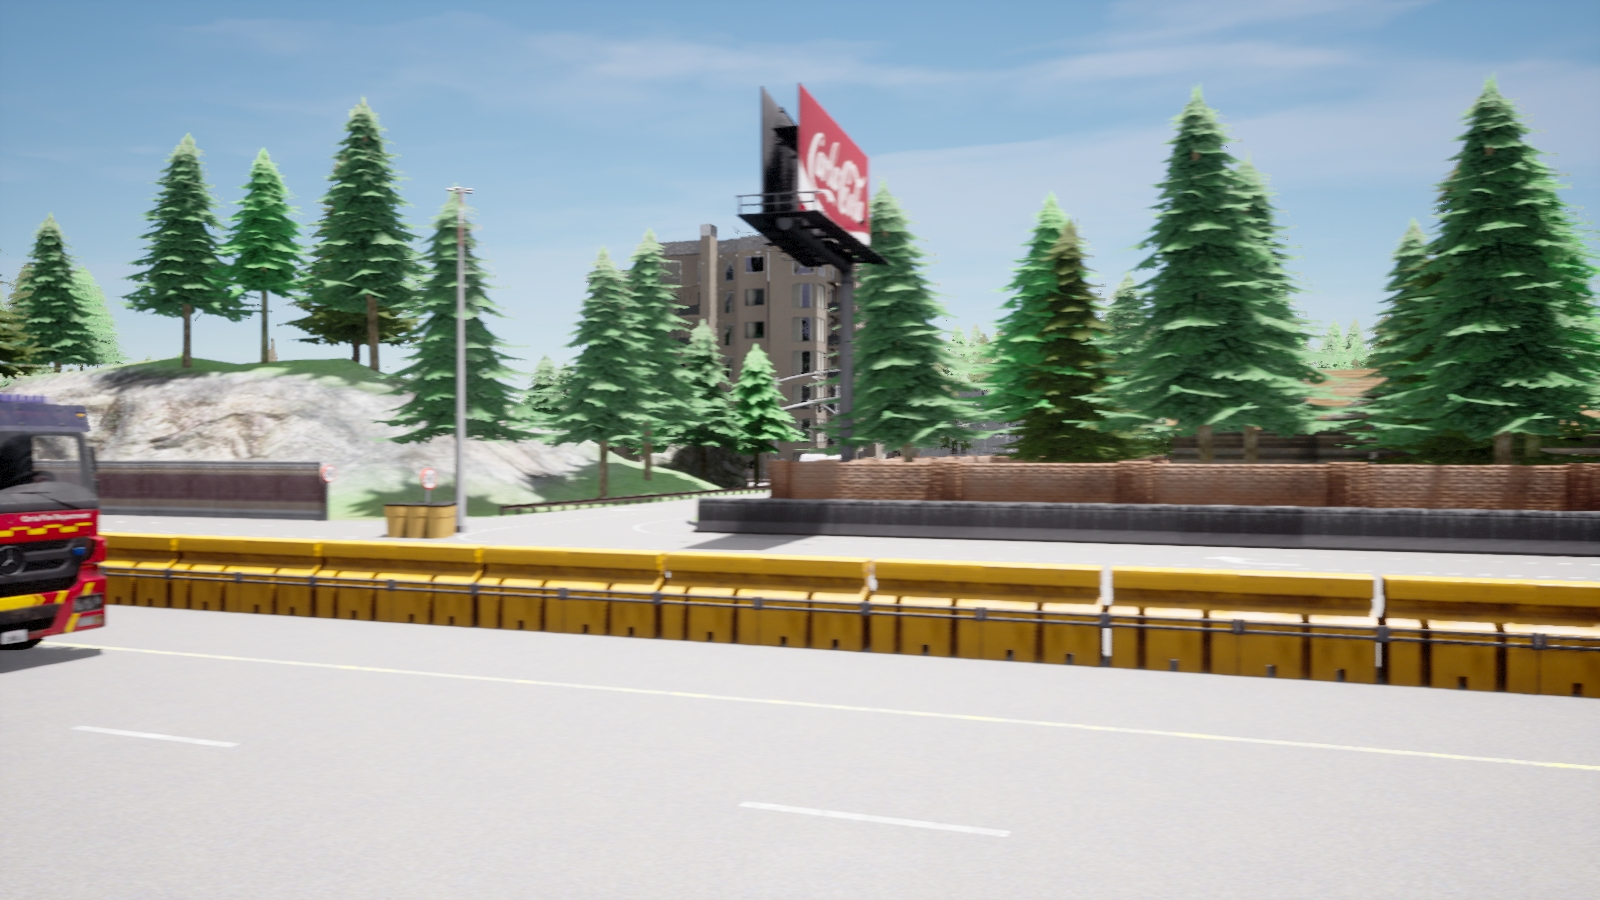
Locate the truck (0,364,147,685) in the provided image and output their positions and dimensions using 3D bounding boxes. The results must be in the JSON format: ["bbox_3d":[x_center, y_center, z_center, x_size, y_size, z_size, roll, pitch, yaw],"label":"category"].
[{"bbox_3d":[-13.341,0.890,15.600,8.468,3.827,2.891,0,0,20],"label":"truck"}]
